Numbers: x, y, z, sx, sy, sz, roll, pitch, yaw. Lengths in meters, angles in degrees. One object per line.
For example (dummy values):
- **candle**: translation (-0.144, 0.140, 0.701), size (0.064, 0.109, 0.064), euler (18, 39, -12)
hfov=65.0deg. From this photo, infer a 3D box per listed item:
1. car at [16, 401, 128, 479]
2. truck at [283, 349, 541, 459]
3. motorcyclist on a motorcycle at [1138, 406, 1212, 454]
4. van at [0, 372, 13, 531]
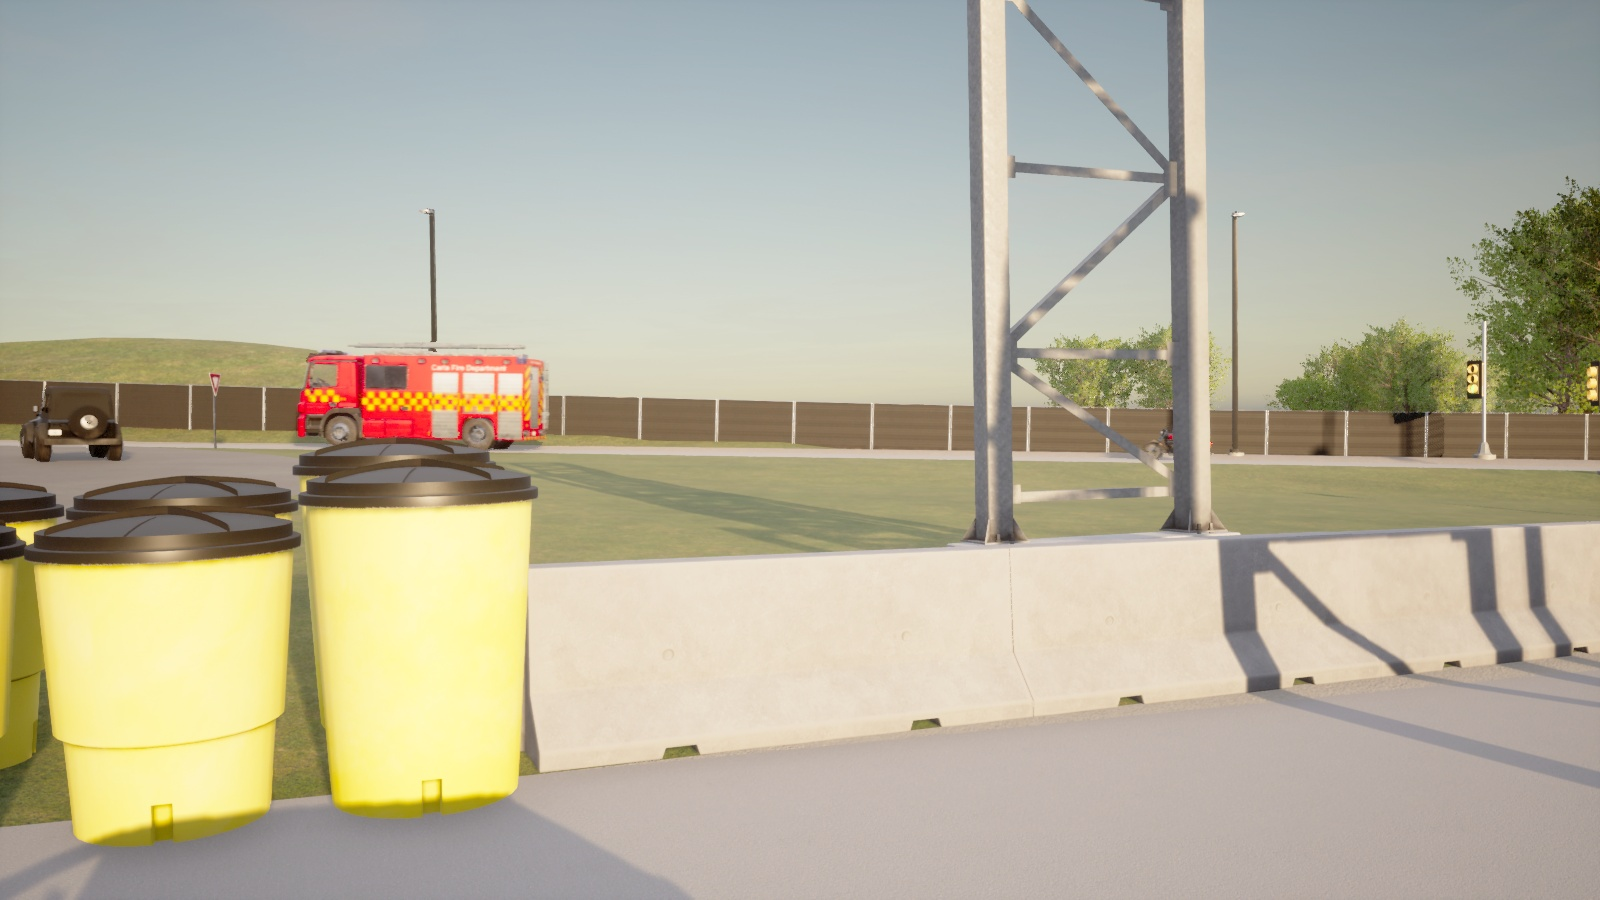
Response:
- **car**: translation (-18.853, -0.294, 32.446), size (1.905, 1.878, 3.866), euler (-2, 2, -38)
- **truck**: translation (-14.069, -1.655, 45.900), size (8.468, 3.827, 2.891), euler (0, 2, 4)
- **motorcyclist on a motorcycle**: translation (13.128, -0.703, 44.014), size (2.350, 1.649, 0.766), euler (-1, 2, 4)
- **van**: translation (-10.705, 0.103, 13.615), size (1.775, 1.987, 4.442), euler (-2, 2, -5)
